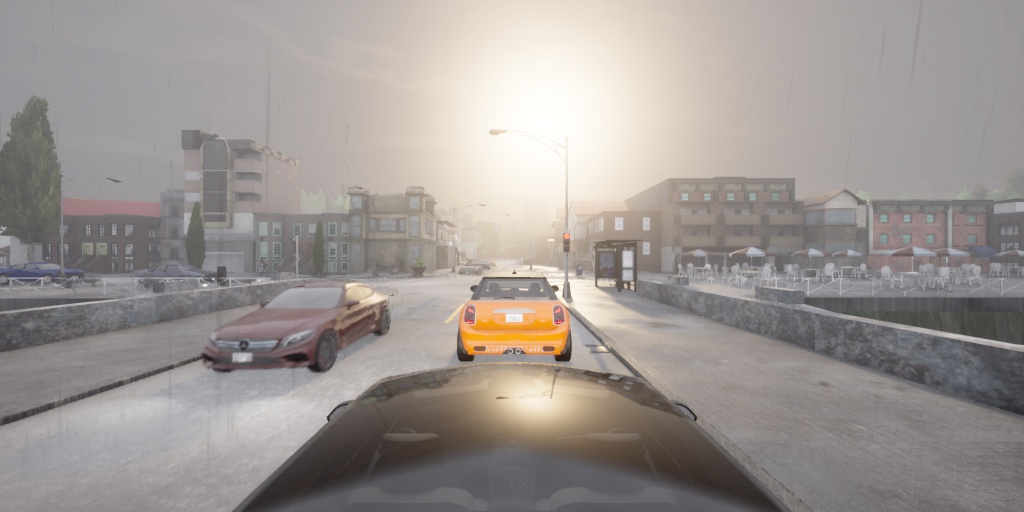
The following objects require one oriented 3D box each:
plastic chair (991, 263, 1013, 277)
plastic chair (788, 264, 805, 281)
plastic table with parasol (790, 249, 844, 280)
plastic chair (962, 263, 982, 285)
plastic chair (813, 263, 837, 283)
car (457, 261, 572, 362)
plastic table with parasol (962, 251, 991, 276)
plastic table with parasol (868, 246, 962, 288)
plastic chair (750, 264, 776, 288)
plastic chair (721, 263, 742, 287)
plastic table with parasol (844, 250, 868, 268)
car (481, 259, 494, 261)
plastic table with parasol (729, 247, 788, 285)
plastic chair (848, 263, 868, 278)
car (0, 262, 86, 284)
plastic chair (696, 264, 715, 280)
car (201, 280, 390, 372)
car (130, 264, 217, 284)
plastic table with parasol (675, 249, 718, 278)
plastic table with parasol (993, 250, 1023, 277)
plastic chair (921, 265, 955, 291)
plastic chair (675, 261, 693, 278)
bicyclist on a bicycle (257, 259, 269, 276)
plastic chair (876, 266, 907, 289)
[{"bbox_3d":[45.497,1.279,33.358,0.730,1.272,0.750,0,0,0],"label":"plastic chair"},{"bbox_3d":[21.697,1.279,27.559,0.730,1.272,0.750,0,0,0],"label":"plastic chair"},{"bbox_3d":[22.897,0.675,27.509,2.482,2.480,2.482,0,0,0],"label":"plastic table with parasol"},{"bbox_3d":[30.497,1.279,23.859,0.750,1.272,0.730,0,0,0],"label":"plastic chair"},{"bbox_3d":[22.797,1.279,26.159,0.750,1.272,0.730,0,0,0],"label":"plastic chair"},{"bbox_3d":[0.060,1.102,8.397,2.097,1.767,4.553,0,0,1],"label":"car"},{"bbox_3d":[30.507,0.675,25.139,2.482,2.480,2.482,0,0,0],"label":"plastic table with parasol"},{"bbox_3d":[23.797,0.675,21.309,2.482,2.480,2.482,0,0,0],"label":"plastic table with parasol"},{"bbox_3d":[14.997,1.279,21.459,0.750,1.272,0.730,0,0,0],"label":"plastic chair"},{"bbox_3d":[13.897,1.279,22.859,0.730,1.272,0.750,0,0,0],"label":"plastic chair"},{"bbox_3d":[30.227,0.675,32.229,2.482,2.480,2.482,0,0,0],"label":"plastic table with parasol"},{"bbox_3d":[-4.102,1.228,51.582,1.882,1.535,5.008,0,1,0],"label":"car"},{"bbox_3d":[15.167,0.675,22.719,2.482,2.480,2.482,0,0,0],"label":"plastic table with parasol"},{"bbox_3d":[29.897,1.279,30.859,0.750,1.272,0.730,0,0,0],"label":"plastic chair"},{"bbox_3d":[-34.327,1.228,26.209,5.008,1.535,1.882,0,0,0],"label":"car"},{"bbox_3d":[15.797,1.279,29.259,0.750,1.272,0.730,0,0,0],"label":"plastic chair"},{"bbox_3d":[-4.087,1.276,7.754,1.812,1.442,4.674,0,0,0],"label":"car"},{"bbox_3d":[-24.471,1.297,26.200,5.357,1.411,2.033,0,0,0],"label":"car"},{"bbox_3d":[15.917,0.675,30.539,2.482,2.480,2.482,0,0,0],"label":"plastic table with parasol"},{"bbox_3d":[46.697,0.675,33.238,2.482,2.480,2.482,0,0,0],"label":"plastic table with parasol"},{"bbox_3d":[23.697,1.279,19.959,0.750,1.272,0.730,0,0,0],"label":"plastic chair"},{"bbox_3d":[14.697,1.279,30.659,0.730,1.272,0.750,0,0,0],"label":"plastic chair"},{"bbox_3d":[-24.022,1.099,34.599,0.582,1.620,1.656,0,0,0],"label":"bicyclist on a bicycle"},{"bbox_3d":[22.597,1.279,21.359,0.730,1.272,0.750,0,0,0],"label":"plastic chair"}]
